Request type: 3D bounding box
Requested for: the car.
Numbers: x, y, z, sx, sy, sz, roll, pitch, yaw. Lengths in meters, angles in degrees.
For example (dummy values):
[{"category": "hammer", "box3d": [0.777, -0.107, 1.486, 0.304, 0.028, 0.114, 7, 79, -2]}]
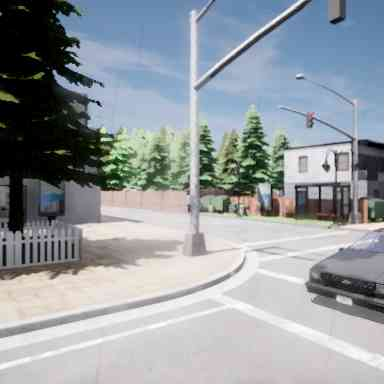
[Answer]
[{"category": "car", "box3d": [4.867, 1.541, 7.566, 5.357, 1.411, 2.033, 0, 0, -37]}]
